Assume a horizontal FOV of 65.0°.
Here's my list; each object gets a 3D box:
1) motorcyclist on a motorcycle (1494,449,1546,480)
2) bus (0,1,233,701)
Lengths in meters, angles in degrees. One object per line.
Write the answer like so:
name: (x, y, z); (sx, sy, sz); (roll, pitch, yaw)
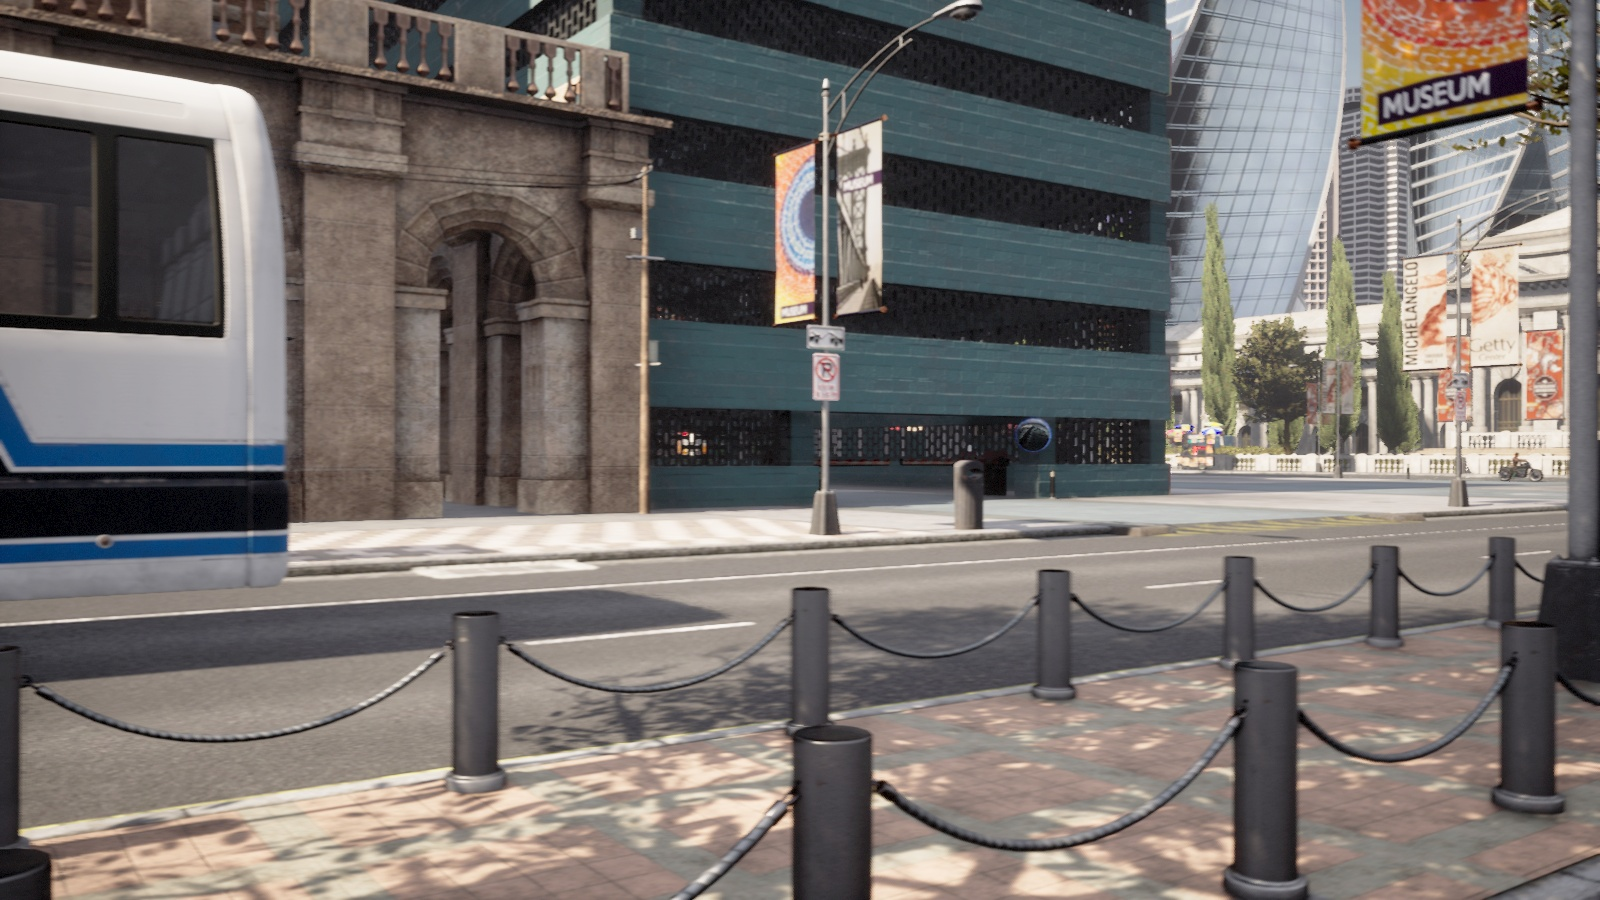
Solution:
motorcyclist on a motorcycle: (39.522, 0.781, 68.946); (0.766, 1.649, 2.350); (0, 0, -35)
bus: (-9.127, -0.595, 7.058); (10.273, 4.253, 3.944); (0, 0, -35)
